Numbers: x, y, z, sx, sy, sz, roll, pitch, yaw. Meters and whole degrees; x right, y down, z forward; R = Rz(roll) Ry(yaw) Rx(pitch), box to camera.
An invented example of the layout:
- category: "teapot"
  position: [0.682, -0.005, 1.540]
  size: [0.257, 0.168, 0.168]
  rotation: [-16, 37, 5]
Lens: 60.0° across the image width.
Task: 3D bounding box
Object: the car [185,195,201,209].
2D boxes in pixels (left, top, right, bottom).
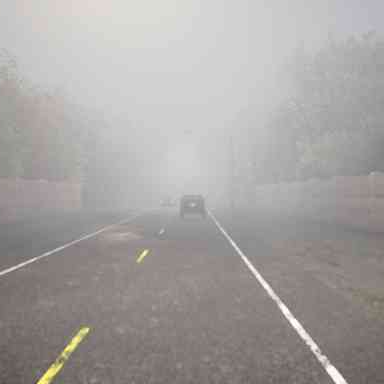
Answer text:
- category: "car"
  position: [0.153, 1.296, 44.803]
  size: [2.097, 1.767, 4.553]
  rotation: [0, 0, 1]

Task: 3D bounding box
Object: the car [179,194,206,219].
- category: "car"
  position: [0.062, 1.188, 29.234]
  size: [2.150, 2.045, 5.566]
  rotation: [0, 0, 0]

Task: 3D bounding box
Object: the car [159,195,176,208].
- category: "car"
  position: [-3.476, 1.285, 47.631]
  size: [2.097, 1.767, 4.553]
  rotation: [0, 0, 0]
